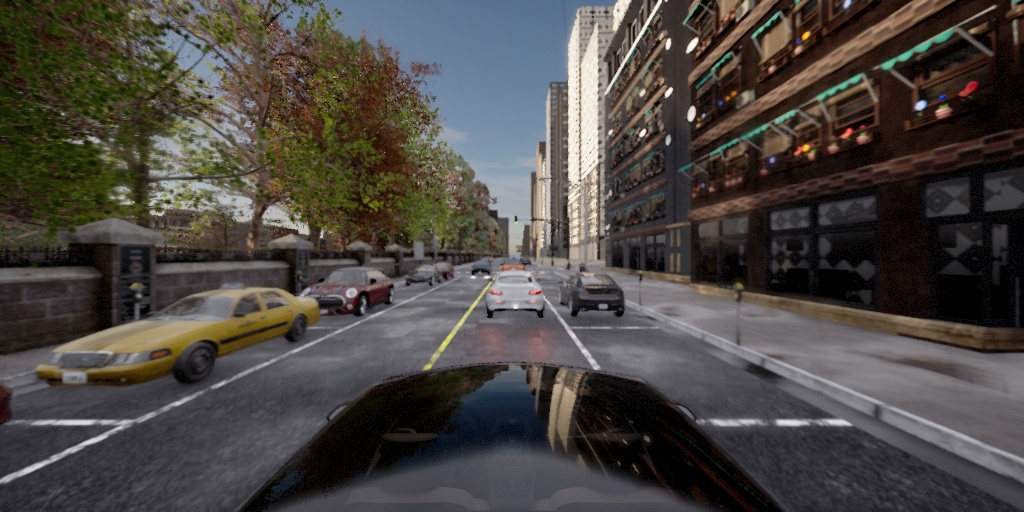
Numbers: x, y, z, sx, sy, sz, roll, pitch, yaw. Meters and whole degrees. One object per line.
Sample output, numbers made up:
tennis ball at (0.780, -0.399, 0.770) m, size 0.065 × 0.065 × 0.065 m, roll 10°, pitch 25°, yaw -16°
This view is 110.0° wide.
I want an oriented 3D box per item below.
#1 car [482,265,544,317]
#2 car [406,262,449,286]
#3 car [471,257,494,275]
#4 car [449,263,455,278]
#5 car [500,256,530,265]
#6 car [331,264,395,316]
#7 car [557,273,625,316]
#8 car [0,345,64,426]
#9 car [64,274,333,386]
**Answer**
car at (0.105, 1.222, 12.769) m, size 1.812 × 1.442 × 4.674 m, roll 0°, pitch 0°, yaw 0°
car at (-5.763, 1.195, 23.857) m, size 2.007 × 1.370 × 4.403 m, roll 0°, pitch 0°, yaw 0°
car at (-2.997, 1.136, 36.239) m, size 2.033 × 1.411 × 5.357 m, roll 0°, pitch 0°, yaw 0°
car at (-5.813, 1.164, 29.397) m, size 1.888 × 1.381 × 4.507 m, roll 0°, pitch 0°, yaw 0°
car at (0.106, 0.976, 28.391) m, size 2.097 × 1.767 × 4.553 m, roll 0°, pitch 0°, yaw 0°
car at (-5.689, 1.137, 12.782) m, size 1.967 × 1.591 × 4.097 m, roll 0°, pitch 0°, yaw 0°
car at (2.692, 1.247, 12.782) m, size 2.007 × 1.370 × 4.403 m, roll 0°, pitch 0°, yaw 0°
car at (-5.691, 1.332, 1.704) m, size 1.802 × 1.307 × 4.207 m, roll 0°, pitch 0°, yaw 0°
car at (-5.690, 1.249, 7.073) m, size 1.751 × 1.417 × 4.829 m, roll 0°, pitch 0°, yaw 0°
